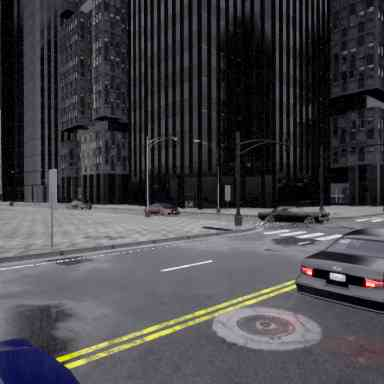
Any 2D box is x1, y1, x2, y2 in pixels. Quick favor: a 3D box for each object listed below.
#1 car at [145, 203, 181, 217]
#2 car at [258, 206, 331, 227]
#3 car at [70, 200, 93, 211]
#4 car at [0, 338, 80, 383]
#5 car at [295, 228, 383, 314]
[{"bbox_3d":[-3.059,1.808,34.148,1.994,1.385,4.181,0,0,-42],"label":"car"},{"bbox_3d":[7.192,1.678,23.600,4.718,1.301,1.895,-1,-1,41],"label":"car"},{"bbox_3d":[-16.379,1.959,49.029,1.837,1.490,4.892,0,-1,-42],"label":"car"},{"bbox_3d":[-2.648,1.601,1.175,4.718,1.301,1.895,0,0,-42],"label":"car"},{"bbox_3d":[4.431,1.547,7.538,5.357,1.411,2.033,0,0,-42],"label":"car"}]
